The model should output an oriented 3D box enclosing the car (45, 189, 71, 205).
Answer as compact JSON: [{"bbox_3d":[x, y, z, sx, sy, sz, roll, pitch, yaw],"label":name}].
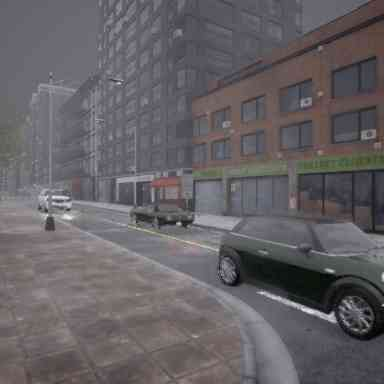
[{"bbox_3d":[-17.676,0.603,43.736,2.150,2.045,5.566,0,0,-32],"label":"car"}]

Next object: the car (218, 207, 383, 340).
[{"bbox_3d":[2.531,1.266,6.636,2.097,1.767,4.553,0,1,-33],"label":"car"}]

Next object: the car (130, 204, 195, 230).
[{"bbox_3d":[-1.864,1.322,18.982,1.895,1.301,4.718,0,1,-33],"label":"car"}]

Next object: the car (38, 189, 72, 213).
[{"bbox_3d":[-12.566,0.717,30.266,2.150,2.045,5.566,0,0,-32],"label":"car"}]
